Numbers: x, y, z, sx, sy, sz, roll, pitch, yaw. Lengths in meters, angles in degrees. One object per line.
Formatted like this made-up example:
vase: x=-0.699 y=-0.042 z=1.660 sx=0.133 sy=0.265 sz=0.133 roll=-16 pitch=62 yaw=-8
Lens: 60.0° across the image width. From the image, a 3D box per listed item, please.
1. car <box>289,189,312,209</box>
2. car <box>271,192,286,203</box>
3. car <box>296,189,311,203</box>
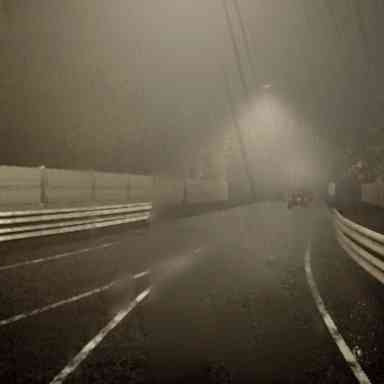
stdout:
car: x=12.447 y=0.904 z=38.534 sx=2.097 sy=1.767 sz=4.553 roll=1 pitch=1 yaw=21
car: x=13.383 y=0.846 z=51.326 sx=1.837 sy=1.490 sz=4.892 roll=2 pitch=1 yaw=21
car: x=18.625 y=0.573 z=55.200 sx=2.150 sy=2.045 sz=5.566 roll=0 pitch=1 yaw=21
